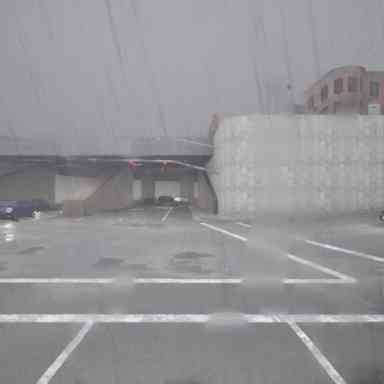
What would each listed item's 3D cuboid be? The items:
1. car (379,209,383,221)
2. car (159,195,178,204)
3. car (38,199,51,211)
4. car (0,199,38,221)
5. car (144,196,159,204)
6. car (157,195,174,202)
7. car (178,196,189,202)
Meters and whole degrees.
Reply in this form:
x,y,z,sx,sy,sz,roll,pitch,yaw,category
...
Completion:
x,y,z,sx,sy,sz,roll,pitch,yaw,category
12.780,0.879,18.228,4.674,1.442,1.812,-7,0,-1,car
-4.602,1.514,65.161,2.128,1.511,4.902,0,0,4,car
-18.540,1.539,39.999,1.812,1.442,4.674,0,0,-2,car
-14.583,1.361,26.744,2.097,1.767,4.553,0,0,-3,car
-8.123,1.570,64.997,2.033,1.411,5.357,0,0,4,car
-5.980,1.526,75.430,1.837,1.490,4.892,0,0,24,car
-2.300,1.550,75.176,1.812,1.442,4.674,0,0,28,car
